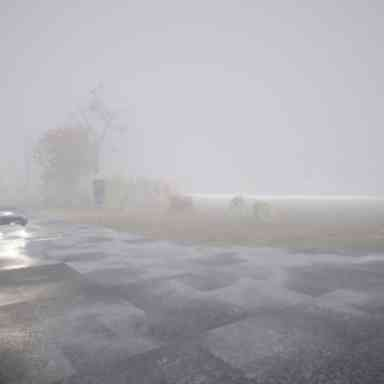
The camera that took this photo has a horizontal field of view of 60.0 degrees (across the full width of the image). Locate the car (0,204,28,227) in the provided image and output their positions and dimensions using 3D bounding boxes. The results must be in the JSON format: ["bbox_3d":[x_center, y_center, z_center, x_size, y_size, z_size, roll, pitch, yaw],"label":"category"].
[{"bbox_3d":[-12.183,1.469,21.811,2.033,1.411,5.357,0,0,-36],"label":"car"}]
